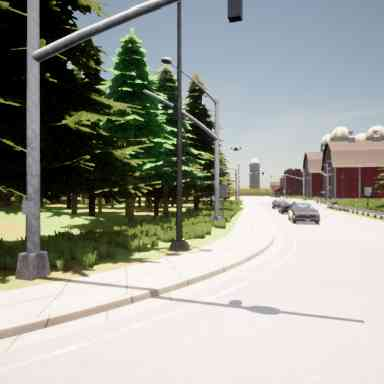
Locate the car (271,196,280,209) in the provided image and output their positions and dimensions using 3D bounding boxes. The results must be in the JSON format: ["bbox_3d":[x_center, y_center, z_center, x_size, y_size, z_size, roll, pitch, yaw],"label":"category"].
[{"bbox_3d":[11.798,1.563,44.704,1.994,1.385,4.181,0,0,9],"label":"car"}]

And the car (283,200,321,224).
[{"bbox_3d":[8.387,1.547,25.287,2.033,1.411,5.357,0,0,11],"label":"car"}]

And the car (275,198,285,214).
[{"bbox_3d":[10.122,1.600,34.781,1.895,1.301,4.718,0,0,10],"label":"car"}]
